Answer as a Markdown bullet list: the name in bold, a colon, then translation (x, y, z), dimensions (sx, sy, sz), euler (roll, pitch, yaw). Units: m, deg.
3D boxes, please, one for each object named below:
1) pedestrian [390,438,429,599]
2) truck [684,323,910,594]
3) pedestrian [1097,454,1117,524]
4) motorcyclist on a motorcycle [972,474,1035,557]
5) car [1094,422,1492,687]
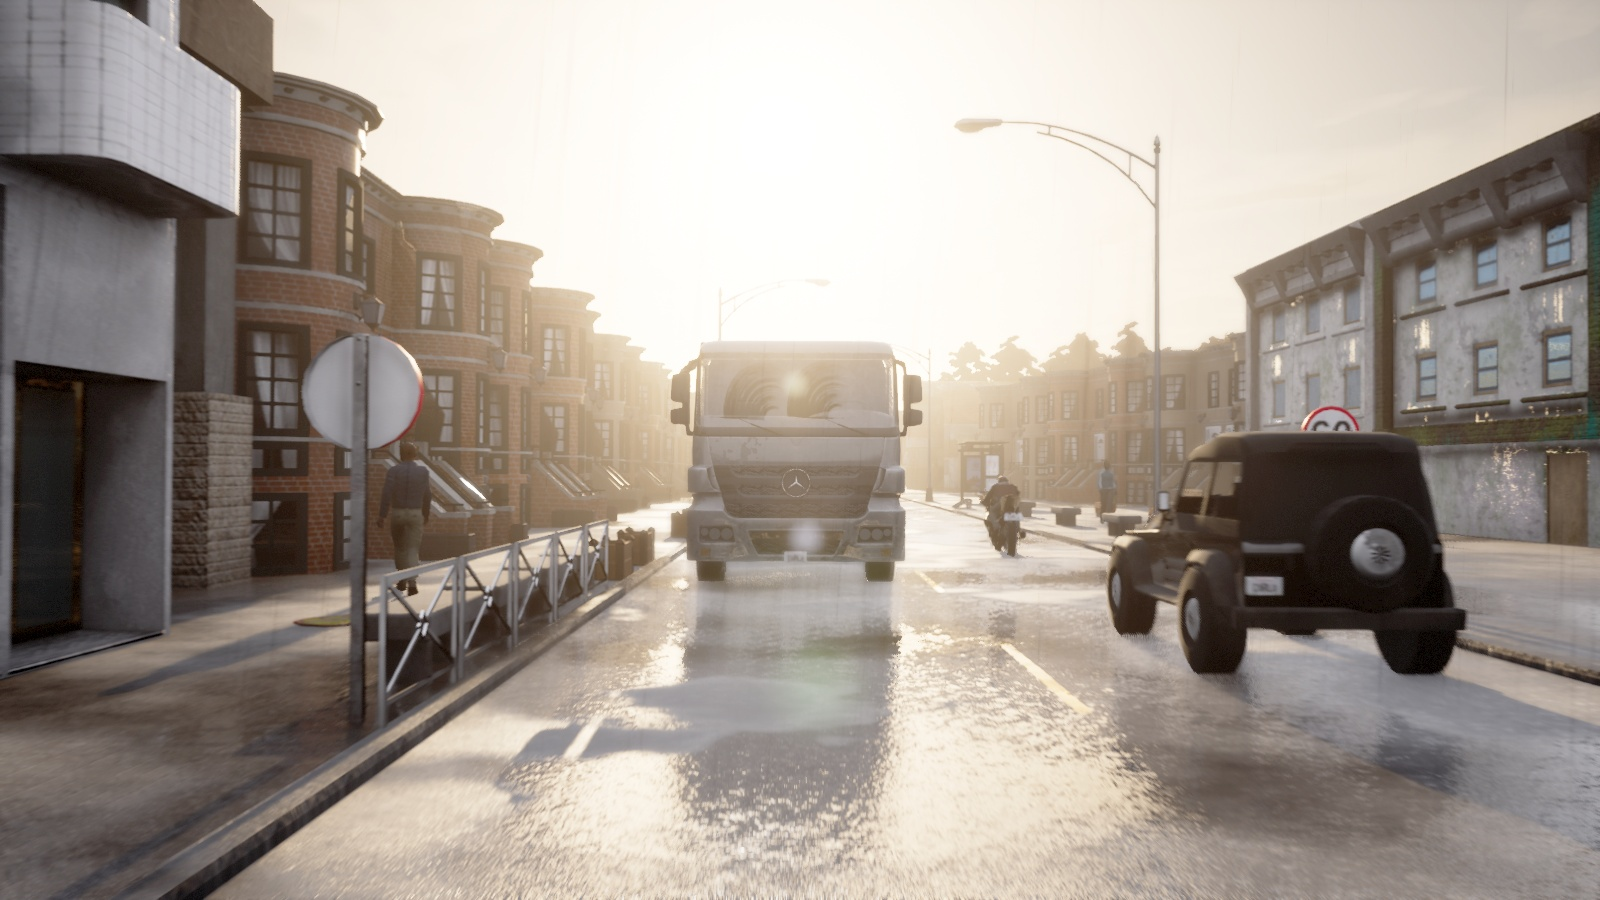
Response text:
- **pedestrian**: translation (-4.596, 0.790, 14.763), dimensions (0.370, 1.835, 0.726), euler (0, -1, -23)
- **truck**: translation (-0.056, 0.169, 20.094), dimensions (2.891, 3.462, 7.936), euler (0, -1, 0)
- **pedestrian**: translation (8.574, 1.078, 35.110), dimensions (0.396, 1.930, 0.692), euler (0, -1, 3)
- **motorcyclist on a motorcycle**: translation (3.937, 1.243, 24.459), dimensions (0.866, 1.530, 2.191), euler (0, -1, 0)
- **car**: translation (3.970, 0.777, 10.894), dimensions (1.905, 1.878, 3.866), euler (0, -1, 0)
